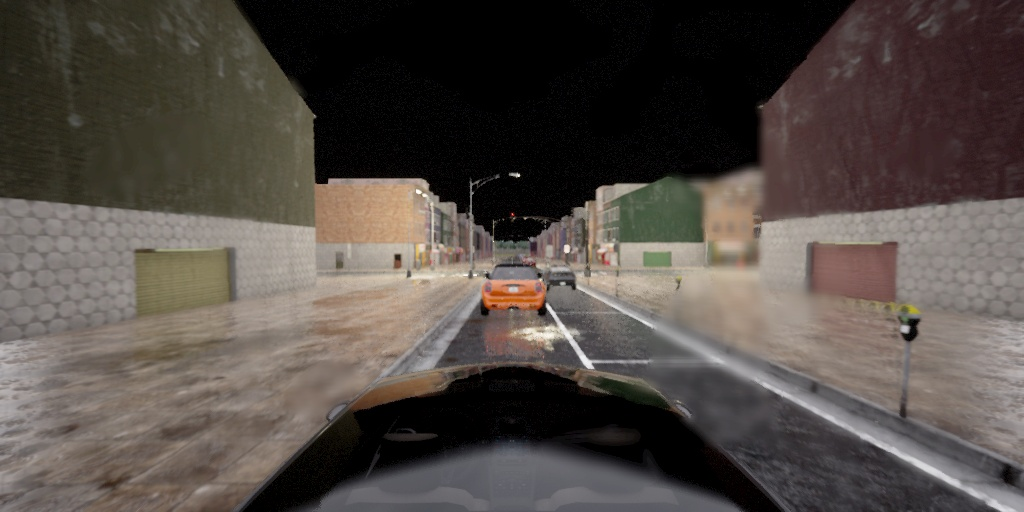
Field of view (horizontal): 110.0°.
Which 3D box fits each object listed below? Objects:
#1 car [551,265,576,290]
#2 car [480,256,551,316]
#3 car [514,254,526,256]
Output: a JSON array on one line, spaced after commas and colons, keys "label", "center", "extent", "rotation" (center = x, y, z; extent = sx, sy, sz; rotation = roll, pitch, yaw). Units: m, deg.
[{"label": "car", "center": [2.627, 1.170, 20.704], "extent": [2.007, 1.370, 4.403], "rotation": [0, 0, 0]}, {"label": "car", "center": [0.060, 1.023, 13.133], "extent": [2.097, 1.767, 4.553], "rotation": [0, 0, 0]}, {"label": "car", "center": [-0.011, 0.956, 23.024], "extent": [2.097, 1.767, 4.553], "rotation": [0, 0, 0]}]
